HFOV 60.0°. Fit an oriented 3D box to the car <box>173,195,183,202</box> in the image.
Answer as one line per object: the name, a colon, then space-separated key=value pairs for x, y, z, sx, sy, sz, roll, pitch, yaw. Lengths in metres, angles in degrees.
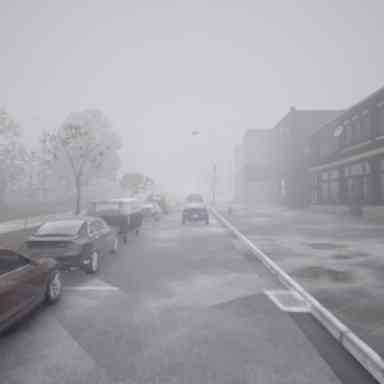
car: x=-3.201 y=1.584 z=77.083 sx=2.097 sy=1.535 sz=5.008 roll=0 pitch=0 yaw=3

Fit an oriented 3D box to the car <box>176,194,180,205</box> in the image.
car: x=-3.368 y=1.537 z=49.351 sx=2.097 sy=1.535 sz=5.008 roll=0 pitch=0 yaw=3

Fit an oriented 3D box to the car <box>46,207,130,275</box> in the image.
car: x=-3.603 y=1.483 z=10.519 sx=2.231 sy=1.521 sz=4.892 roll=0 pitch=1 yaw=-1

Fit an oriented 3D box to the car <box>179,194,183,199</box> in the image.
car: x=-3.299 y=1.554 z=59.604 sx=1.946 sy=1.575 sz=5.366 roll=0 pitch=0 yaw=3

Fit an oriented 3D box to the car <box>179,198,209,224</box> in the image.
car: x=0.238 y=1.486 z=25.033 sx=1.882 sy=1.535 sz=5.008 roll=0 pitch=0 yaw=0

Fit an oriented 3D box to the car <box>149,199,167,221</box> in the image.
car: x=-3.502 y=1.555 z=27.175 sx=2.002 sy=1.452 sz=4.674 roll=0 pitch=0 yaw=1

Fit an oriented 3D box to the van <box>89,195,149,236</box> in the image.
van: x=-3.563 y=1.283 z=16.204 sx=1.878 sy=1.987 sz=4.442 roll=0 pitch=0 yaw=3

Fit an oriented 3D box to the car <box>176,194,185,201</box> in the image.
car: x=-3.103 y=1.458 z=93.689 sx=2.185 sy=1.767 sz=4.553 roll=0 pitch=0 yaw=3

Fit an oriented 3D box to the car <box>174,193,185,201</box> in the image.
car: x=-3.147 y=1.322 z=86.036 sx=2.435 sy=2.045 sz=5.566 roll=0 pitch=0 yaw=3

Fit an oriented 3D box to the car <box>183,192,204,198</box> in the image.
car: x=0.345 y=1.249 z=42.976 sx=2.150 sy=2.045 sz=5.566 roll=0 pitch=0 yaw=0

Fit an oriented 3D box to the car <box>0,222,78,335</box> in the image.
car: x=-3.637 y=1.510 z=5.008 sx=2.163 sy=1.488 sz=4.792 roll=0 pitch=1 yaw=-1

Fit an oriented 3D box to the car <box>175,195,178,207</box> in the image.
car: x=-3.401 y=1.516 z=43.804 sx=2.097 sy=1.535 sz=5.008 roll=0 pitch=0 yaw=3

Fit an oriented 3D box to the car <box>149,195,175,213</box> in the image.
car: x=-3.462 y=1.283 z=33.920 sx=2.435 sy=2.045 sz=5.566 roll=0 pitch=0 yaw=1
